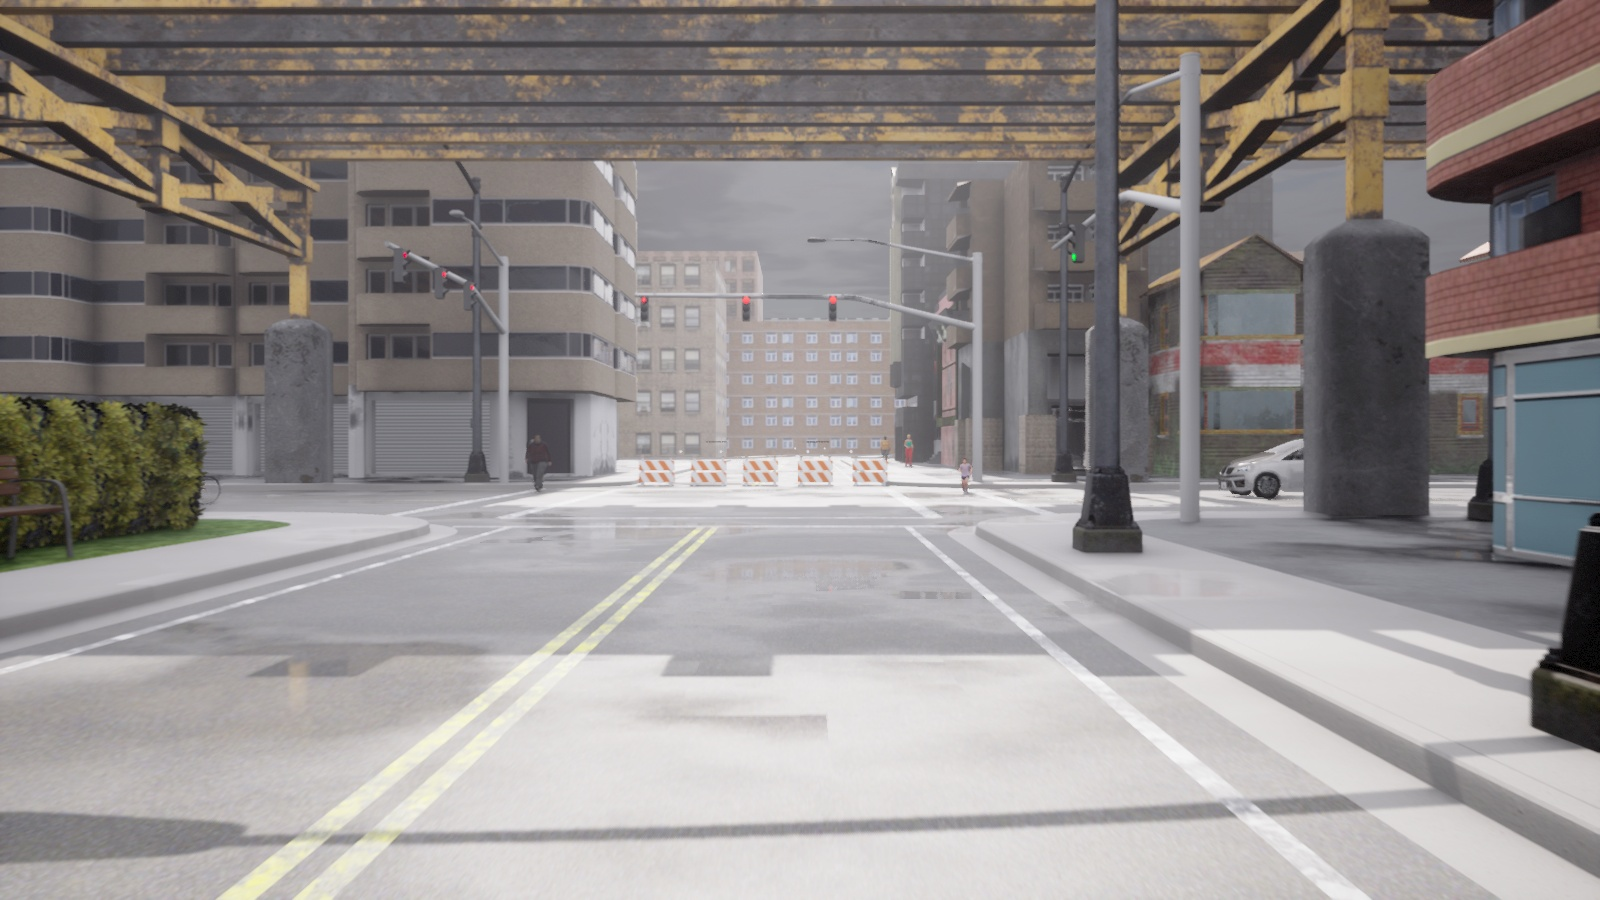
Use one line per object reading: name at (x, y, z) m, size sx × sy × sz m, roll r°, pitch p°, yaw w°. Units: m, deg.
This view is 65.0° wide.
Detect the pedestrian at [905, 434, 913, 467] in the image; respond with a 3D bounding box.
pedestrian at (6.089, 0.022, 69.990) m, size 0.345 × 1.836 × 0.594 m, roll 0°, pitch 0°, yaw -7°

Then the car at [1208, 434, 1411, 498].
car at (13.753, 0.409, 34.131) m, size 4.611 × 1.667 × 2.242 m, roll 0°, pitch 0°, yaw 0°

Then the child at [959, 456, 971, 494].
child at (4.830, 0.724, 36.708) m, size 0.255 × 1.110 × 0.394 m, roll 0°, pitch 0°, yaw 22°

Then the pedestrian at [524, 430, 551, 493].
pedestrian at (-7.840, 0.330, 37.494) m, size 0.634 × 1.844 × 0.899 m, roll 0°, pitch 0°, yaw 0°
